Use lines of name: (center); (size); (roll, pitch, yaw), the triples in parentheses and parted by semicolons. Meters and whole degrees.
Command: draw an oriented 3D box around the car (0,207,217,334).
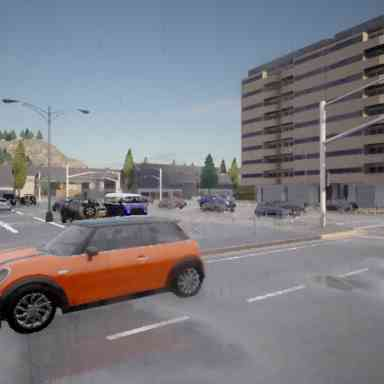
car: (-1.969, 1.352, 6.893); (4.553, 1.767, 2.097); (0, 0, -36)

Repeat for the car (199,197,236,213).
car: (2.813, 1.619, 37.066); (1.994, 1.385, 4.181); (0, 0, -35)

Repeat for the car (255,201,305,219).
car: (7.678, 1.619, 30.212); (1.994, 1.385, 4.181); (0, 0, -35)

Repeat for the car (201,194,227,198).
car: (3.184, 1.277, 42.581); (2.150, 2.045, 5.566); (0, 0, -35)

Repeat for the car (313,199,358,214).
car: (15.882, 1.547, 36.962); (2.128, 1.511, 4.902); (0, 0, -34)

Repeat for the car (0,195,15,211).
car: (-21.826, 1.451, 37.877); (1.970, 1.475, 3.806); (0, 0, -35)

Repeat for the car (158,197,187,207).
car: (-2.954, 1.619, 45.184); (1.994, 1.385, 4.181); (0, 0, -35)

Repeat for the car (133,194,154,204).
car: (-9.306, 1.547, 66.540); (2.128, 1.511, 4.902); (0, 0, -35)

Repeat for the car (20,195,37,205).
car: (-27.288, 1.209, 55.334); (1.932, 1.855, 4.605); (0, 0, -35)

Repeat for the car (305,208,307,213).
car: (9.072, 1.603, 34.292); (2.033, 1.411, 5.357); (0, 0, -35)

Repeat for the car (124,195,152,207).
car: (-8.723, 1.656, 53.367); (1.895, 1.301, 4.718); (0, 0, -35)

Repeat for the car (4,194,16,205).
car: (-29.684, 1.212, 53.710); (1.905, 1.878, 3.866); (0, 0, -35)

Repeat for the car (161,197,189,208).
car: (-2.649, 1.560, 50.815); (1.837, 1.490, 4.892); (0, 0, -35)
